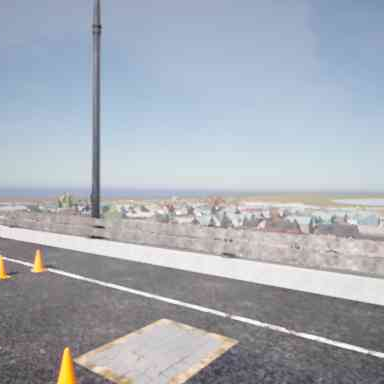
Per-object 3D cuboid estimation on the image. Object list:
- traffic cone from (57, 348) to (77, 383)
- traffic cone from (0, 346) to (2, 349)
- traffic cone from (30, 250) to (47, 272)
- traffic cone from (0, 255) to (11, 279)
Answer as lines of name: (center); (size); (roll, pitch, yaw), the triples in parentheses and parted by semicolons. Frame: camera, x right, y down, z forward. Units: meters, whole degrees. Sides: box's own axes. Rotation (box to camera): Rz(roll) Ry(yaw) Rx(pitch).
traffic cone: (-1.331, 1.956, 3.534); (0.340, 0.580, 0.340); (0, 0, 36)
traffic cone: (-2.942, 1.949, 4.720); (0.340, 0.580, 0.340); (0, 0, 36)
traffic cone: (-4.386, 1.948, 9.506); (0.340, 0.580, 0.340); (0, 0, 36)
traffic cone: (-4.979, 1.944, 8.701); (0.340, 0.580, 0.340); (0, 0, 36)
